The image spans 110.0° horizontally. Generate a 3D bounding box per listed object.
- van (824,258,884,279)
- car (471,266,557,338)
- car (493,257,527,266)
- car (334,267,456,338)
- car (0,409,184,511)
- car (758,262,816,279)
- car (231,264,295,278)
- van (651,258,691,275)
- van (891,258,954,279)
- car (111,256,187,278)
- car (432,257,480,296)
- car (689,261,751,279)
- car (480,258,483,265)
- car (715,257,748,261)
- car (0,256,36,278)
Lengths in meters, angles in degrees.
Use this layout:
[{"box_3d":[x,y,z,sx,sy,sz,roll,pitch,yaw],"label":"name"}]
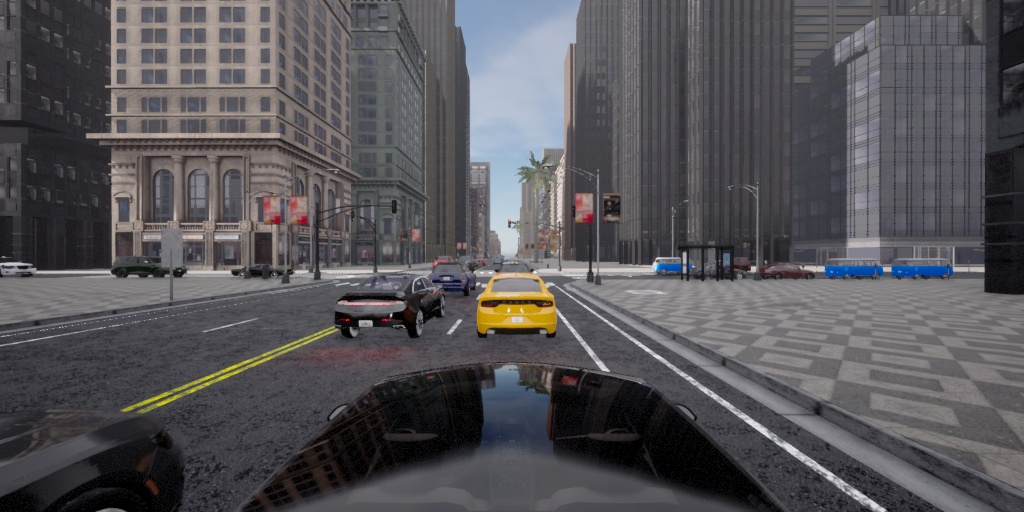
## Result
[{"box_3d":[28.463,1.082,29.850,3.998,1.789,1.690,0,0,0],"label":"van"},{"box_3d":[0.109,1.227,10.241,1.882,1.535,5.008,0,0,0],"label":"car"},{"box_3d":[0.123,1.102,19.315,2.097,1.767,4.553,0,0,0],"label":"car"},{"box_3d":[-3.140,1.241,10.151,2.128,1.511,4.902,0,0,0],"label":"car"},{"box_3d":[-3.152,1.256,0.403,1.837,1.490,4.892,0,0,0],"label":"car"},{"box_3d":[22.785,1.326,29.856,4.207,1.307,1.802,0,0,0],"label":"car"},{"box_3d":[-22.548,1.375,32.610,4.718,1.301,1.895,0,0,0],"label":"car"},{"box_3d":[17.114,1.065,38.386,3.998,1.789,1.690,0,0,0],"label":"van"},{"box_3d":[34.139,1.080,29.845,3.998,1.789,1.690,0,0,0],"label":"van"},{"box_3d":[-33.021,1.007,32.677,5.566,2.045,2.150,0,0,0],"label":"car"},{"box_3d":[-3.127,1.102,19.290,2.097,1.767,4.553,0,0,0],"label":"car"},{"box_3d":[17.107,1.299,29.861,4.403,1.370,2.007,0,0,0],"label":"car"},{"box_3d":[-6.505,1.354,60.315,1.895,1.301,4.718,0,0,0],"label":"car"},{"box_3d":[22.791,1.035,38.381,5.009,1.841,2.192,0,0,0],"label":"car"},{"box_3d":[-47.300,1.025,32.777,5.566,2.045,2.150,0,0,1],"label":"car"}]
